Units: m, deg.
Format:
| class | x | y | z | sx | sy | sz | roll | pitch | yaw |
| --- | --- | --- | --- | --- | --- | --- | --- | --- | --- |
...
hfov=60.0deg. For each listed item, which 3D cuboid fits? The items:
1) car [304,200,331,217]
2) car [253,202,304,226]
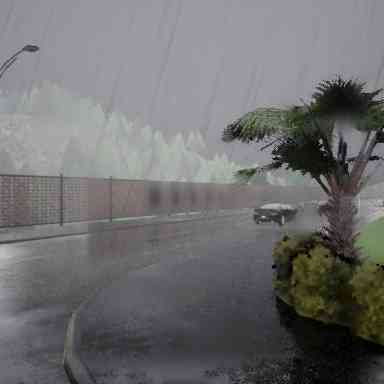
| class | x | y | z | sx | sy | sz | roll | pitch | yaw |
| --- | --- | --- | --- | --- | --- | --- | --- | --- | --- |
| car | 11.938 | 1.491 | 31.903 | 2.128 | 1.511 | 4.902 | 0 | 0 | 35 |
| car | 6.142 | 1.477 | 23.835 | 1.882 | 1.535 | 5.008 | 0 | 0 | 36 |
